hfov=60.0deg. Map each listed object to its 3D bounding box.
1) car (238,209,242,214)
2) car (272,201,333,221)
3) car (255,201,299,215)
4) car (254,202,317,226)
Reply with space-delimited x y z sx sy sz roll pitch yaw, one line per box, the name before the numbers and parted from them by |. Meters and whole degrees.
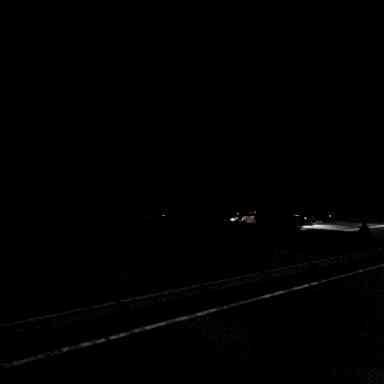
car | 2.733 1.789 34.666 2.033 1.411 5.357 0 -1 -42
car | 8.980 1.588 27.249 2.128 1.511 4.902 0 -1 -39
car | 9.557 1.729 37.808 1.812 1.442 4.674 0 -1 -41
car | 6.621 1.653 24.600 1.994 1.385 4.181 0 -1 -39
